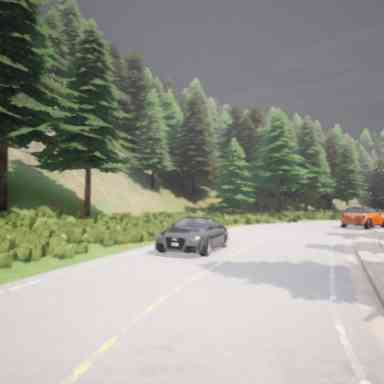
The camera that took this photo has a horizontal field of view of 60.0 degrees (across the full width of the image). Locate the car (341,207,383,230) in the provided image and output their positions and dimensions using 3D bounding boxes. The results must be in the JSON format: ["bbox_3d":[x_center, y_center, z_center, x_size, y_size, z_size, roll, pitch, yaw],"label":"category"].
[{"bbox_3d":[14.071,2.005,27.066,4.553,1.767,2.097,2,-1,-39],"label":"car"}]

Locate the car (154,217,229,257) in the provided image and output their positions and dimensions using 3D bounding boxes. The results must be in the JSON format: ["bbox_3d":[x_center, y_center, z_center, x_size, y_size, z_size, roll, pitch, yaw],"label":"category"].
[{"bbox_3d":[0.141,1.740,13.860,1.994,1.385,4.181,1,-1,22],"label":"car"}]
